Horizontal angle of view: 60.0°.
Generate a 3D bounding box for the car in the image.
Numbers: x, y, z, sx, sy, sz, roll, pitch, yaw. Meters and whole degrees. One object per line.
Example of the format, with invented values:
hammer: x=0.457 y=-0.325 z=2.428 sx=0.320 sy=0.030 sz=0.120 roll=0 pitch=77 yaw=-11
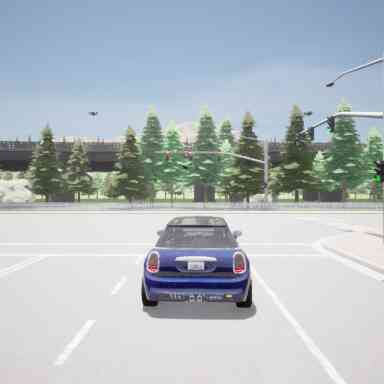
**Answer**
car: x=0.167 y=1.352 z=8.127 sx=2.097 sy=1.767 sz=4.553 roll=0 pitch=0 yaw=3
